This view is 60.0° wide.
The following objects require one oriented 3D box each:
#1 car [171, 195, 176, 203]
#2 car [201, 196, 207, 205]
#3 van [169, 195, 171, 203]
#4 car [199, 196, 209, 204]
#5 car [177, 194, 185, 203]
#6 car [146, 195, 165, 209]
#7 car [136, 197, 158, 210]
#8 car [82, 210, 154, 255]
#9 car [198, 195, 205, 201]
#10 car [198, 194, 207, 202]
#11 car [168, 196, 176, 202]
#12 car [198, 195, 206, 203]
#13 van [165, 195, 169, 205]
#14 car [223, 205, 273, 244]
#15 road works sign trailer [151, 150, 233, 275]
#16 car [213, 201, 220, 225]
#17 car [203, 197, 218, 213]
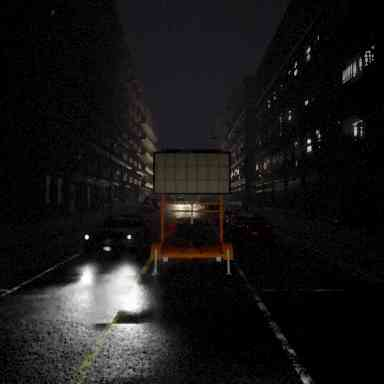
[{"bbox_3d":[-5.265,1.496,71.180,2.192,1.841,5.009,1,0,0],"label":"car"},{"bbox_3d":[2.599,1.631,43.462,2.008,1.369,4.403,1,0,0],"label":"car"},{"bbox_3d":[-5.270,1.476,60.119,1.690,1.788,3.998,1,0,0],"label":"van"},{"bbox_3d":[2.619,1.621,71.116,1.967,1.590,4.097,1,0,0],"label":"car"},{"bbox_3d":[-2.722,1.436,79.169,2.150,2.045,5.566,0,0,0],"label":"car"},{"bbox_3d":[-5.274,1.395,43.529,2.192,1.841,5.009,2,0,0],"label":"car"},{"bbox_3d":[-5.282,1.591,37.827,1.752,1.417,4.829,2,0,0],"label":"car"},{"bbox_3d":[-2.848,1.614,13.430,1.895,1.301,4.718,0,0,0],"label":"car"},{"bbox_3d":[2.585,1.728,93.241,1.967,1.590,4.097,1,0,0],"label":"car"},{"bbox_3d":[2.584,1.545,82.178,2.192,1.841,5.009,1,0,0],"label":"car"},{"bbox_3d":[-5.266,1.824,87.771,1.947,1.339,4.313,1,0,0],"label":"car"},{"bbox_3d":[2.606,1.679,60.054,1.887,1.381,4.507,1,0,0],"label":"car"},{"bbox_3d":[-5.271,1.455,54.587,1.690,1.788,3.998,2,0,0],"label":"van"},{"bbox_3d":[2.590,1.562,15.808,1.887,1.381,4.507,1,0,0],"label":"car"},{"bbox_3d":[0.001,0.474,10.477,2.380,3.560,2.880,0,0,0],"label":"road works sign trailer"},{"bbox_3d":[2.593,1.552,21.510,1.752,1.417,4.829,1,0,0],"label":"car"},{"bbox_3d":[2.598,1.610,37.930,1.887,1.381,4.507,1,0,0],"label":"car"}]
